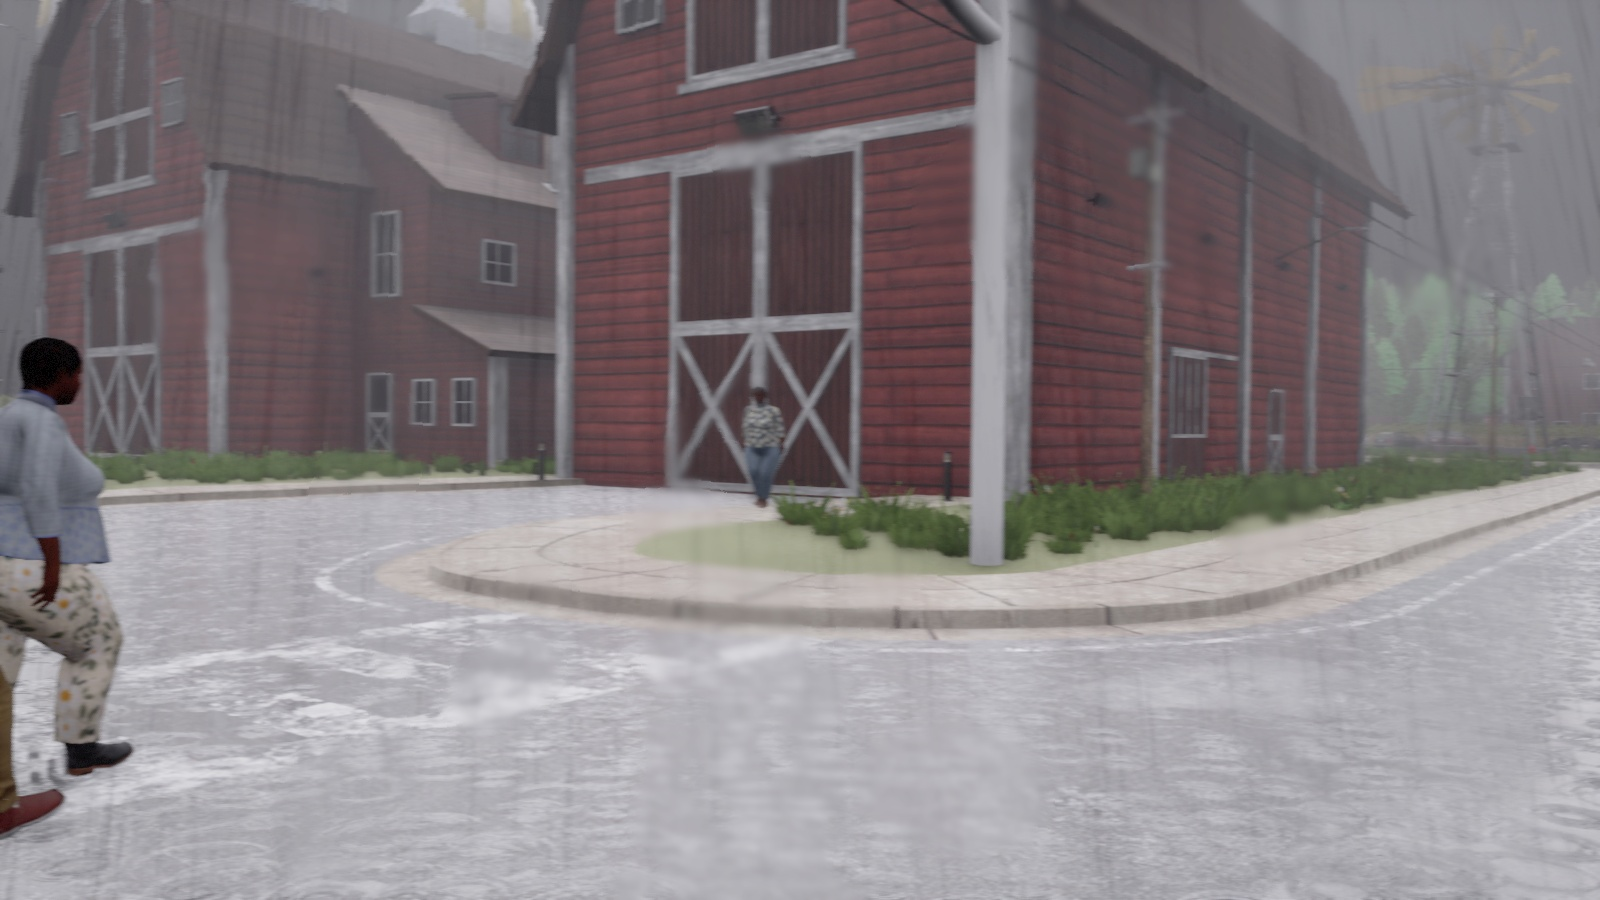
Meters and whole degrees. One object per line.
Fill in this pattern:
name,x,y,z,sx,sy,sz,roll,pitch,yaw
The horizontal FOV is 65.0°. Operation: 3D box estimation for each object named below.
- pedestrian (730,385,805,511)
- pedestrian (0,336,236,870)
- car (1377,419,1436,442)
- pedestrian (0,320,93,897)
pedestrian,-0.480,-0.035,19.043,0.874,1.855,0.900,0,1,18
pedestrian,-2.926,0.524,4.960,0.874,1.855,0.900,0,1,30
car,42.606,-1.373,88.243,3.705,1.549,1.789,-1,1,-25
pedestrian,-2.939,0.537,4.271,0.423,1.949,0.788,0,1,36
